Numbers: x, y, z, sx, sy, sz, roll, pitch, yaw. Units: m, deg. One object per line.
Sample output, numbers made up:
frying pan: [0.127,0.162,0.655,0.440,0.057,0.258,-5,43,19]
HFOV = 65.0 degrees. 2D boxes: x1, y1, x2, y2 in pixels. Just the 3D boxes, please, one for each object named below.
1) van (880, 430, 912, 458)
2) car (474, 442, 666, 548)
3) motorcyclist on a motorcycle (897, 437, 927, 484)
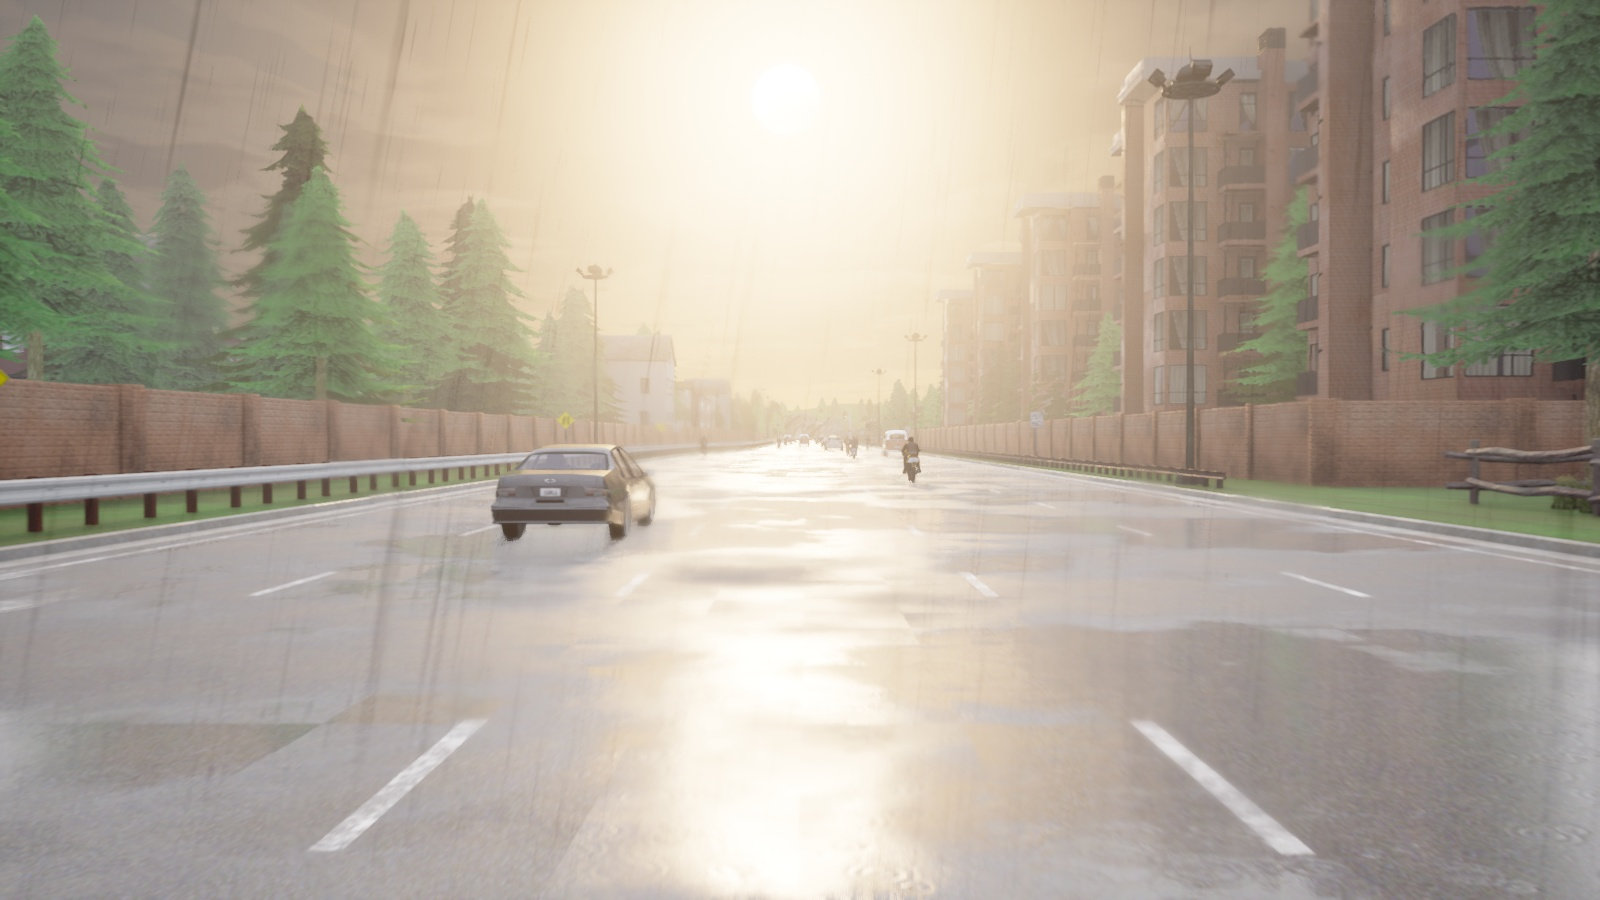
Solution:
van: [7.353,-0.470,96.553,2.069,2.038,4.480,0,1,0]
car: [-3.414,0.597,19.784,2.033,1.411,5.357,0,1,0]
motorcyclist on a motorcycle: [3.660,0.327,41.247,0.797,1.523,2.044,0,1,0]
